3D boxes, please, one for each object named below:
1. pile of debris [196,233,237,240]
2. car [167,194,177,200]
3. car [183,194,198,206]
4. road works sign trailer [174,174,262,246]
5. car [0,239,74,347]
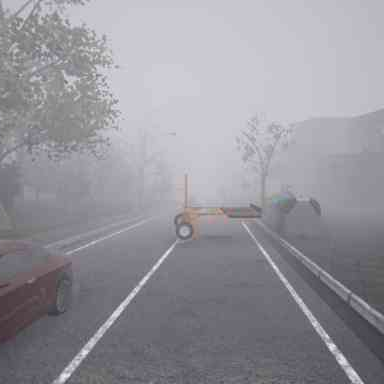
[{"bbox_3d":[1.160,2.107,15.818,1.860,0.140,1.500,0,0,3],"label":"pile of debris"},{"bbox_3d":[-5.414,1.249,88.186,1.837,1.490,4.892,-2,0,-16],"label":"car"},{"bbox_3d":[-0.219,1.147,48.633,2.097,1.767,4.553,0,0,0],"label":"car"},{"bbox_3d":[1.029,0.661,14.522,3.560,2.880,2.380,0,5,-5],"label":"road works sign trailer"},{"bbox_3d":[-3.294,1.495,4.792,1.812,1.442,4.674,0,0,4],"label":"car"}]
